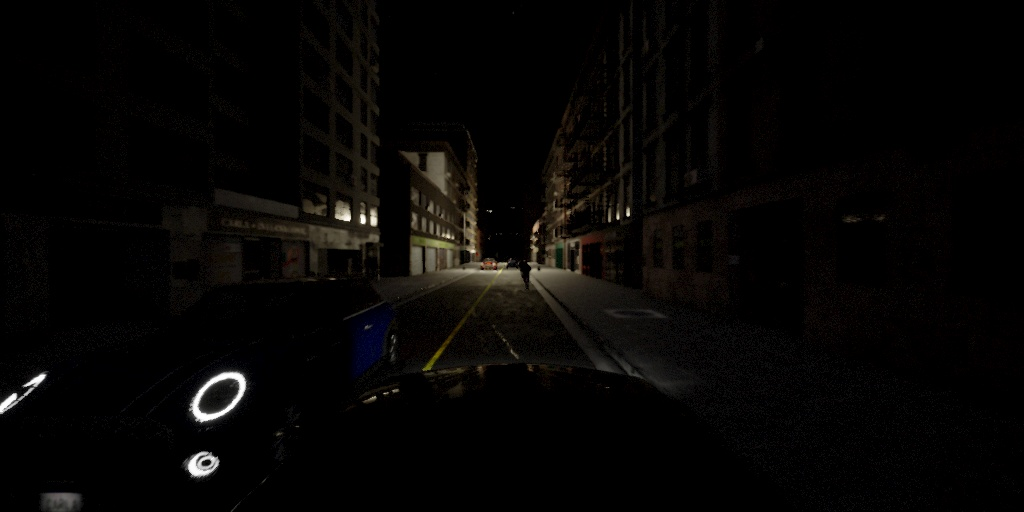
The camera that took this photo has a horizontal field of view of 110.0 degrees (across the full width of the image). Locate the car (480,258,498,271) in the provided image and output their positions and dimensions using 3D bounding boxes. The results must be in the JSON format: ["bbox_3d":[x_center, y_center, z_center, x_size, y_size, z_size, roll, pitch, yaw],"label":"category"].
[{"bbox_3d":[-3.072,1.073,48.205,2.097,1.767,4.553,0,0,0],"label":"car"}]

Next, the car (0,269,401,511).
[{"bbox_3d":[-3.100,1.100,4.708,2.097,1.767,4.553,0,0,0],"label":"car"}]

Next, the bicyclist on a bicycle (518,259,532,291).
[{"bbox_3d":[0.825,1.108,20.370,0.659,1.776,1.843,0,0,0],"label":"bicyclist on a bicycle"}]

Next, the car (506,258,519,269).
[{"bbox_3d":[0.022,1.265,55.296,2.033,1.411,5.357,0,0,0],"label":"car"}]

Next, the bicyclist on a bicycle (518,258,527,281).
[{"bbox_3d":[0.826,1.102,29.371,0.659,1.776,1.843,0,0,0],"label":"bicyclist on a bicycle"}]
